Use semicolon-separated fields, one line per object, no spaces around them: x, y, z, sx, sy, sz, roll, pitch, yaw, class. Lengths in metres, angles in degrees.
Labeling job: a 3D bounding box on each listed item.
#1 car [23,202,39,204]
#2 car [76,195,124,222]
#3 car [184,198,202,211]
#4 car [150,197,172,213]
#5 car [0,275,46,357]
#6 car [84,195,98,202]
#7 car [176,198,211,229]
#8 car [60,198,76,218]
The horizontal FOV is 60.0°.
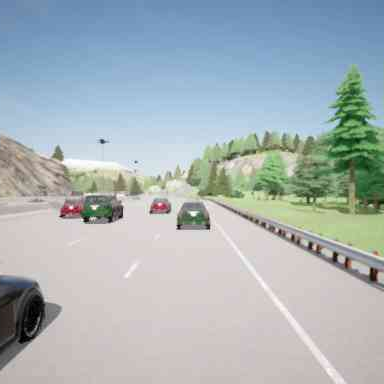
-21.085;1.595;44.849;1.994;1.385;4.181;0;0;0;car
-6.905;1.239;26.212;2.150;2.045;5.566;0;0;0;car
0.090;1.520;41.790;2.128;1.511;4.902;0;0;0;car
-3.407;1.378;37.215;2.097;1.767;4.553;0;0;0;car
-3.400;1.567;3.813;1.994;1.385;4.181;0;0;0;car
-24.518;1.499;81.050;1.882;1.535;5.008;0;0;0;car
0.090;1.366;22.042;2.097;1.767;4.553;0;0;0;car
-10.407;1.373;30.748;2.097;1.767;4.553;0;0;0;car
